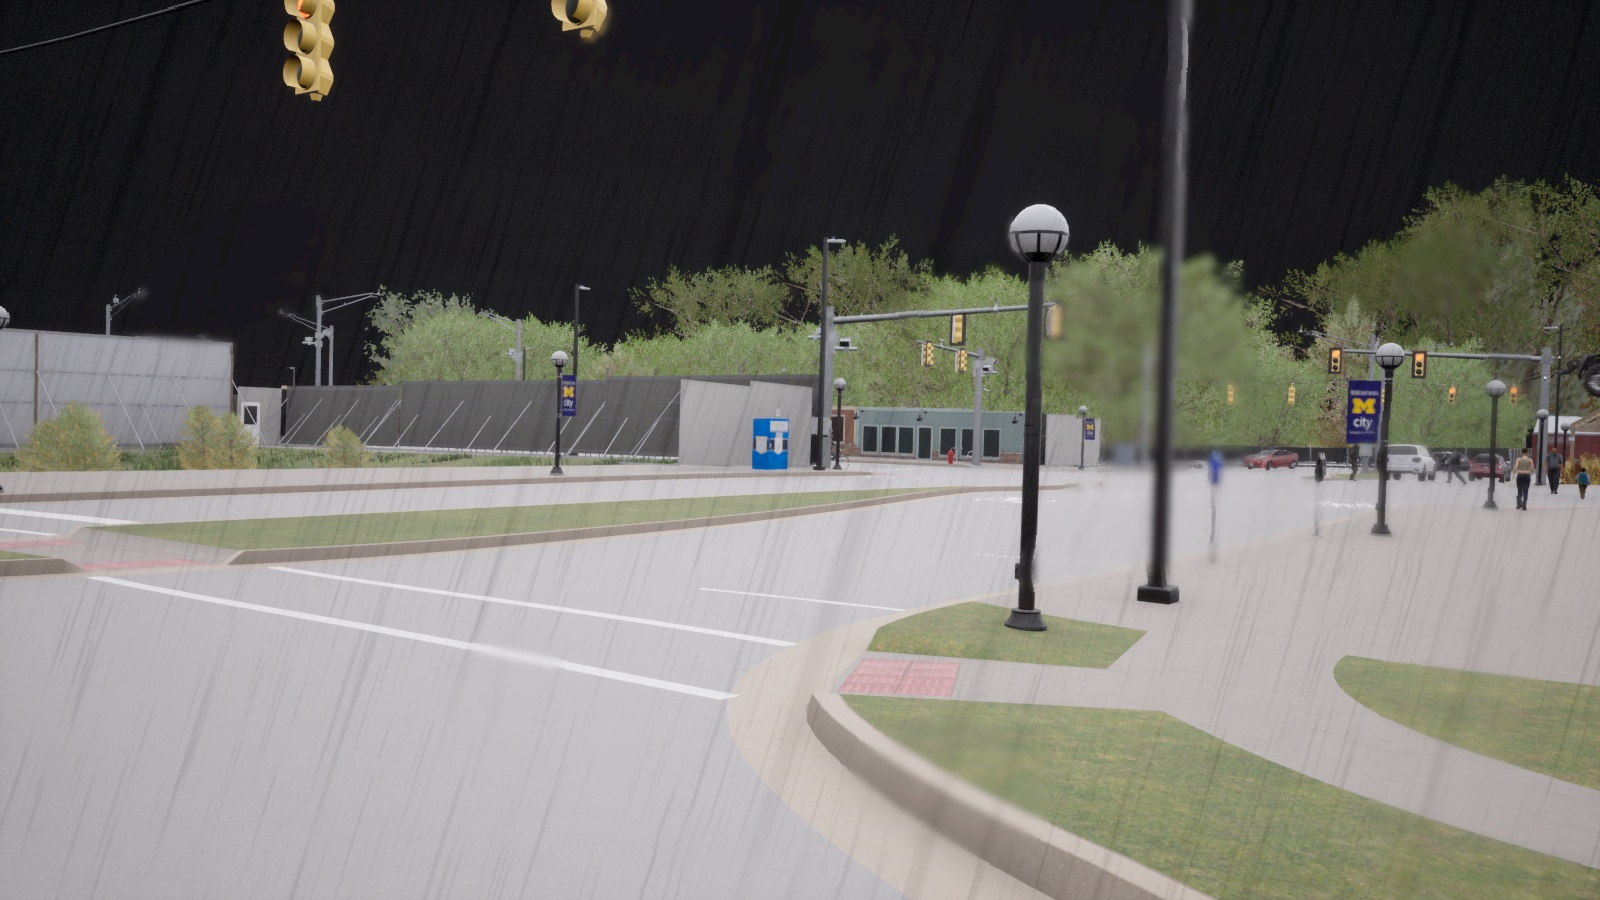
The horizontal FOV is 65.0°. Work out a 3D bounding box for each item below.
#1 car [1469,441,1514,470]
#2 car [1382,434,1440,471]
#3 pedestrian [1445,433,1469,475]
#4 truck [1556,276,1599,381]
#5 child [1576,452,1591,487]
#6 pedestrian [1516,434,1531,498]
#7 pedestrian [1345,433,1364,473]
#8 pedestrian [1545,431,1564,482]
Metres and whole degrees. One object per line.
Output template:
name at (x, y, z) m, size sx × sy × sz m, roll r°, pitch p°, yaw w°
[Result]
car at (40.740, 0.294, 73.916) m, size 1.851 × 1.617 × 3.988 m, roll 0°, pitch 1°, yaw 36°
car at (35.006, 0.158, 71.877) m, size 2.150 × 2.045 × 5.566 m, roll 0°, pitch 0°, yaw 35°
pedestrian at (30.480, 0.179, 58.249) m, size 0.849 × 1.883 × 0.563 m, roll 2°, pitch 2°, yaw 40°
truck at (30.160, -4.363, 42.204) m, size 7.936 × 3.462 × 2.891 m, roll -3°, pitch 2°, yaw 32°
child at (27.136, 0.661, 43.499) m, size 0.343 × 1.192 × 0.448 m, roll 1°, pitch 2°, yaw 24°
pedestrian at (21.195, 0.455, 36.790) m, size 0.345 × 1.836 × 0.594 m, roll 2°, pitch 2°, yaw 30°
pedestrian at (26.701, 0.147, 60.442) m, size 0.692 × 1.930 × 0.395 m, roll 2°, pitch 2°, yaw 44°
pedestrian at (28.189, 0.234, 46.896) m, size 0.540 × 1.848 × 0.694 m, roll 2°, pitch 2°, yaw 29°
